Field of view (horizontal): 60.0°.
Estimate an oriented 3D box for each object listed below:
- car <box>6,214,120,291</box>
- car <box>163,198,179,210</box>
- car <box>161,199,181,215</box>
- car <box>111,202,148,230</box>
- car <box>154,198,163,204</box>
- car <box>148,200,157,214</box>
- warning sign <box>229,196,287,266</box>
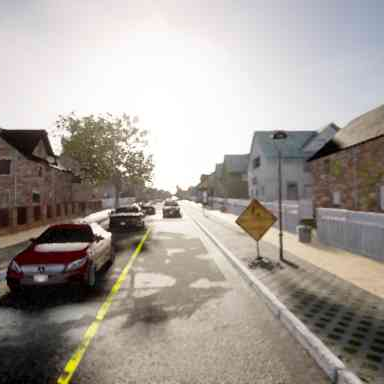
[{"bbox_3d":[-3.394,1.599,9.444,1.812,1.442,4.674,-1,0,-4],"label":"car"},{"bbox_3d":[-3.073,1.743,48.568,2.128,1.511,4.902,-1,0,-3],"label":"car"},{"bbox_3d":[-2.185,1.756,35.280,1.895,1.301,4.718,-1,0,-3],"label":"car"},{"bbox_3d":[-4.224,1.606,22.063,1.882,1.535,5.008,-1,0,-4],"label":"car"},{"bbox_3d":[-7.782,2.055,77.565,2.033,1.411,5.357,-1,-1,-4],"label":"car"},{"bbox_3d":[-5.216,1.831,38.567,1.994,1.385,4.181,-1,0,-4],"label":"car"},{"bbox_3d":[1.904,1.111,9.807,1.300,1.860,1.060,-4,-3,-4],"label":"warning sign"}]
